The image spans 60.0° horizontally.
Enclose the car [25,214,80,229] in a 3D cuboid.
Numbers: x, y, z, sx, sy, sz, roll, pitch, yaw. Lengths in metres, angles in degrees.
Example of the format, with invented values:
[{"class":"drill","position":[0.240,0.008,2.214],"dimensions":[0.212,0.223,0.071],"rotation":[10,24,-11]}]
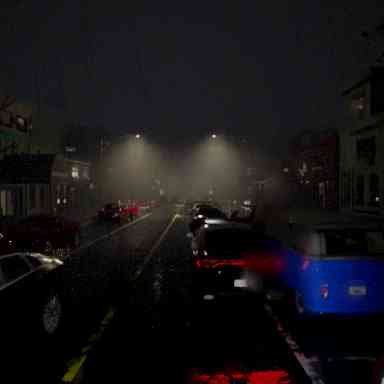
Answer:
[{"class":"car","position":[-5.717,1.590,12.757],"dimensions":[1.887,1.381,4.507],"rotation":[-1,0,0]}]

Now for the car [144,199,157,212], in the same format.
[{"class":"car","position":[-5.770,1.722,40.498],"dimensions":[1.802,1.307,4.206],"rotation":[-1,0,0]}]

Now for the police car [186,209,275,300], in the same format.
[{"class":"police car","position":[0.885,1.456,8.612],"dimensions":[1.930,1.638,5.238],"rotation":[0,0,0]}]

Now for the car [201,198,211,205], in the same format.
[{"class":"car","position":[2.568,1.798,62.710],"dimensions":[1.802,1.307,4.206],"rotation":[-1,0,0]}]

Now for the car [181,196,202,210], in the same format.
[{"class":"car","position":[-0.061,1.650,45.999],"dimensions":[2.128,1.511,4.902],"rotation":[0,0,0]}]

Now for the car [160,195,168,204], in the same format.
[{"class":"car","position":[-5.826,1.549,68.240],"dimensions":[2.192,1.841,5.009],"rotation":[-1,0,0]}]

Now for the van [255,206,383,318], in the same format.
[{"class":"van","position":[2.673,1.367,7.227],"dimensions":[1.690,1.788,3.998],"rotation":[-1,0,0]}]

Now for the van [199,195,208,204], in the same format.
[{"class":"van","position":[2.544,1.594,73.807],"dimensions":[1.690,1.788,3.998],"rotation":[-1,0,0]}]

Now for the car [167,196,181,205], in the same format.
[{"class":"car","position":[-3.125,1.575,64.992],"dimensions":[2.097,1.767,4.553],"rotation":[0,0,0]}]

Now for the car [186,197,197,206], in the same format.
[{"class":"car","position":[-0.115,1.685,60.118],"dimensions":[1.882,1.535,5.008],"rotation":[0,0,0]}]

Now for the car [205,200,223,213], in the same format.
[{"class":"car","position":[2.611,1.706,40.517],"dimensions":[1.947,1.339,4.313],"rotation":[-1,0,0]}]

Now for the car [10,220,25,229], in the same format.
[{"class":"car","position":[-5.707,1.466,7.209],"dimensions":[1.967,1.590,4.097],"rotation":[-1,0,0]}]

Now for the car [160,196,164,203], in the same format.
[{"class":"car","position":[-5.791,1.760,51.595],"dimensions":[1.802,1.307,4.206],"rotation":[-1,0,0]}]

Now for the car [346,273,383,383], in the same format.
[{"class":"car","position":[2.686,1.588,1.678],"dimensions":[1.802,1.307,4.206],"rotation":[-1,0,0]}]

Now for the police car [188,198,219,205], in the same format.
[{"class":"police car","position":[0.853,1.511,24.612],"dimensions":[1.930,1.638,5.238],"rotation":[0,0,0]}]

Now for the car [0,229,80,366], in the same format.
[{"class":"car","position":[-3.106,1.505,3.888],"dimensions":[2.128,1.511,4.902],"rotation":[0,0,0]}]

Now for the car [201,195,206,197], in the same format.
[{"class":"car","position":[2.587,1.493,51.614],"dimensions":[2.192,1.841,5.009],"rotation":[-1,0,0]}]

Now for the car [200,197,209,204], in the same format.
[{"class":"car","position":[2.557,1.760,68.428],"dimensions":[1.752,1.417,4.829],"rotation":[-1,0,0]}]

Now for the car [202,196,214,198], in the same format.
[{"class":"car","position":[2.600,1.685,46.234],"dimensions":[1.752,1.417,4.829],"rotation":[-1,0,0]}]

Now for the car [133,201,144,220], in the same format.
[{"class":"car","position":[-5.748,1.647,29.402],"dimensions":[1.887,1.381,4.507],"rotation":[-1,0,0]}]

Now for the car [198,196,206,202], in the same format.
[{"class":"car","position":[2.524,1.816,85.073],"dimensions":[1.752,1.417,4.829],"rotation":[-1,0,0]}]

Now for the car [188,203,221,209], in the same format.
[{"class":"car","position":[0.865,1.570,18.501],"dimensions":[1.837,1.490,4.892],"rotation":[0,0,0]}]

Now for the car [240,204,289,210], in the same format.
[{"class":"car","position":[2.662,1.360,12.776],"dimensions":[2.192,1.841,5.009],"rotation":[-1,0,0]}]

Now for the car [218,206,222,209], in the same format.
[{"class":"car","position":[2.653,1.646,18.323],"dimensions":[1.802,1.307,4.206],"rotation":[-1,0,0]}]

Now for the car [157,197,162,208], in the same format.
[{"class":"car","position":[-5.781,1.710,46.046],"dimensions":[2.008,1.369,4.403],"rotation":[-1,0,0]}]

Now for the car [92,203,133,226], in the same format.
[{"class":"car","position":[-5.739,1.523,23.854],"dimensions":[1.967,1.590,4.097],"rotation":[-1,0,0]}]
